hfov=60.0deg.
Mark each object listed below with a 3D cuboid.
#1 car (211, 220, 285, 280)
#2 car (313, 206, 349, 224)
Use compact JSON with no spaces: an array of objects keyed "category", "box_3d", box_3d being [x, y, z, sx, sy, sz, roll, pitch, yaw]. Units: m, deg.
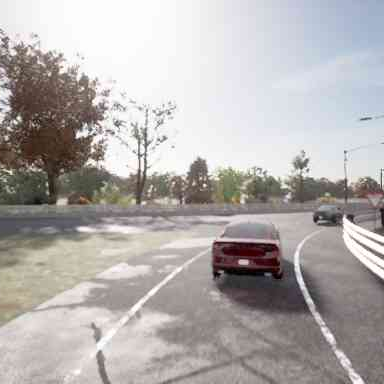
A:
[{"category":"car","box_3d":[1.877,1.613,10.583,1.882,1.535,5.008,0,-1,14]},{"category":"car","box_3d":[11.991,1.910,28.631,1.812,1.442,4.674,-1,-1,43]}]
